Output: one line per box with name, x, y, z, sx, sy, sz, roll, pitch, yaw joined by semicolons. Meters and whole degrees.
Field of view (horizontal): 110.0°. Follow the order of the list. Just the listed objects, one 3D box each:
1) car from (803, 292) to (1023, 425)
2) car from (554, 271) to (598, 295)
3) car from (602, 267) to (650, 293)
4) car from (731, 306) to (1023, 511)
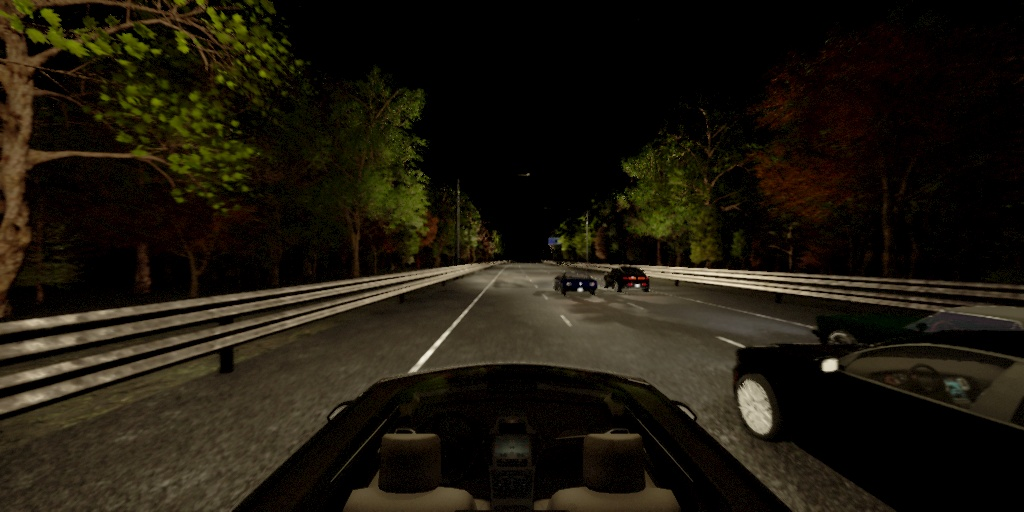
car;7.100;1.383;5.227;1.895;1.301;4.718;0;-1;0
car;3.603;1.529;21.143;1.895;1.301;4.718;0;-1;0
car;7.104;1.448;22.726;1.837;1.490;4.892;0;-1;0
car;3.599;1.233;2.354;1.882;1.535;5.008;0;-1;0
